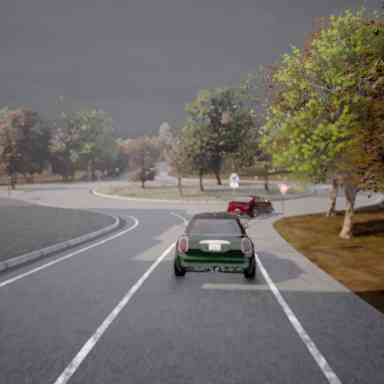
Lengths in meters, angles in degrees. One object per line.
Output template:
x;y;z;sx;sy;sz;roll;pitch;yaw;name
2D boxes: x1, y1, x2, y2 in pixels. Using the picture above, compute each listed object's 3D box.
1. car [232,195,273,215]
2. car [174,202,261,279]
4.556;1.001;25.444;1.882;1.535;5.008;4;4;34;car
0.716;1.378;10.334;2.097;1.767;4.553;1;0;4;car
